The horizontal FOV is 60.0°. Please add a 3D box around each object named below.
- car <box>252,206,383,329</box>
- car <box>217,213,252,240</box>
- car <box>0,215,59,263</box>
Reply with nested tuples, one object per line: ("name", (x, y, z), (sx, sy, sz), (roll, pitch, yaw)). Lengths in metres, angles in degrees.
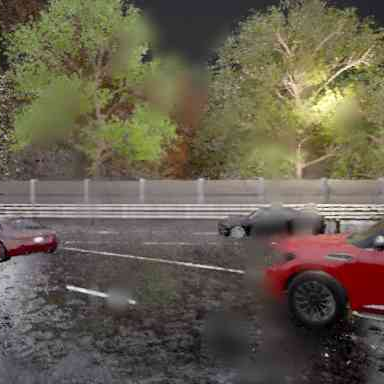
("car", (4.004, 1.198, 5.219), (5.566, 2.045, 2.150), (0, 0, 35))
("car", (3.722, 1.458, 15.854), (5.008, 1.535, 1.882), (0, 0, 2))
("car", (-6.822, 1.538, 11.952), (4.181, 1.385, 1.994), (0, 0, 29))
